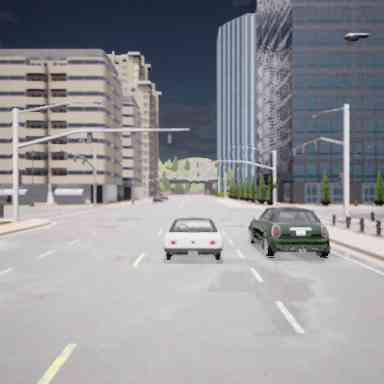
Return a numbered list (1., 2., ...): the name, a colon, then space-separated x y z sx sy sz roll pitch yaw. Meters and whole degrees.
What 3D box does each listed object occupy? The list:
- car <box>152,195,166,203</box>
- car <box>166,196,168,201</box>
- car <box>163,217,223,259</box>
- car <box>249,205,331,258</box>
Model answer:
1. car: -7.034 1.485 68.434 2.033 1.411 5.357 0 0 0
2. car: -7.042 1.522 83.963 1.895 1.301 4.718 0 0 0
3. car: 0.055 1.590 12.498 1.895 1.301 4.718 0 0 0
4. car: 3.558 1.342 12.937 2.097 1.767 4.553 0 0 0
